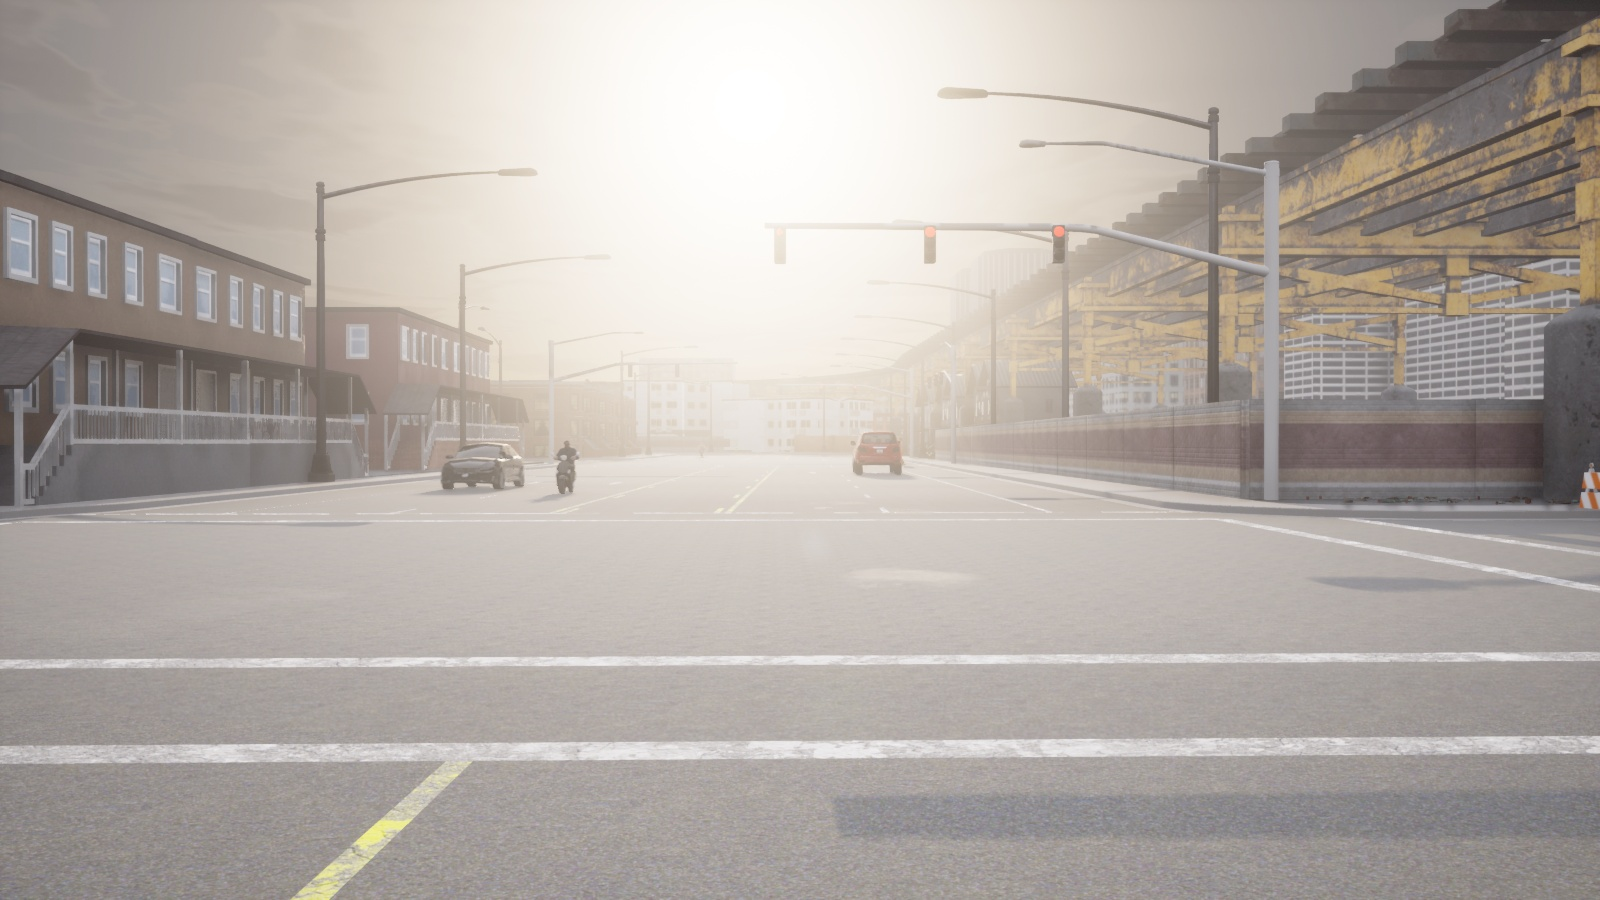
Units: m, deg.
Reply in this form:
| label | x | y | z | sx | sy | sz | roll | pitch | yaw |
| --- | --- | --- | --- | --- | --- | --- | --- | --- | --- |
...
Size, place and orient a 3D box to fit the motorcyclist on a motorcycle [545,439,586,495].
| label | x | y | z | sx | sy | sz | roll | pitch | yaw |
| --- | --- | --- | --- | --- | --- | --- | --- | --- | --- |
| motorcyclist on a motorcycle | -6.874 | 0.486 | 36.891 | 0.866 | 1.590 | 1.817 | 0 | 0 | 0 |

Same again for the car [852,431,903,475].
| label | x | y | z | sx | sy | sz | roll | pitch | yaw |
| --- | --- | --- | --- | --- | --- | --- | --- | --- | --- |
| car | 3.696 | 0.125 | 60.886 | 2.150 | 2.045 | 5.566 | 0 | 0 | 0 |

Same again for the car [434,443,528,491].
| label | x | y | z | sx | sy | sz | roll | pitch | yaw |
| --- | --- | --- | --- | --- | --- | --- | --- | --- | --- |
| car | -10.362 | 0.511 | 41.187 | 1.837 | 1.490 | 4.892 | 0 | 0 | 0 |
